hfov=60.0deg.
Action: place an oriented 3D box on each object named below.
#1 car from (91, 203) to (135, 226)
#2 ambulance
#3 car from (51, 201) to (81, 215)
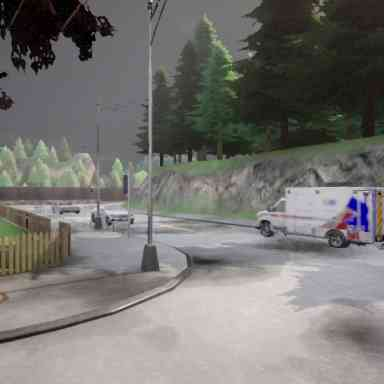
[{"bbox_3d":[-5.809,1.526,23.946,1.812,1.442,4.674,0,0,-35],"label":"car"},{"bbox_3d":[5.719,1.031,14.750,2.351,2.431,6.366,0,0,-35],"label":"ambulance"},{"bbox_3d":[-12.929,1.601,34.030,1.895,1.301,4.718,0,0,-35],"label":"car"}]
